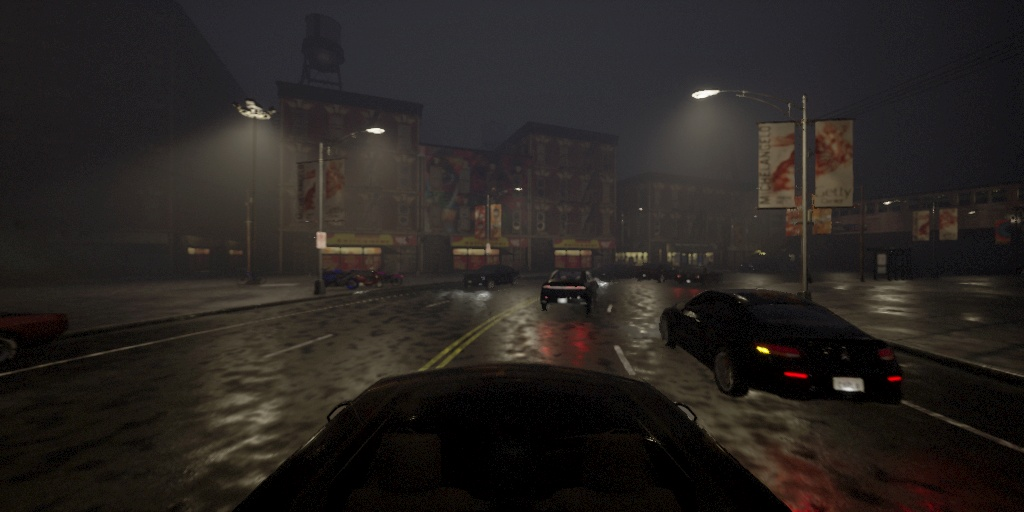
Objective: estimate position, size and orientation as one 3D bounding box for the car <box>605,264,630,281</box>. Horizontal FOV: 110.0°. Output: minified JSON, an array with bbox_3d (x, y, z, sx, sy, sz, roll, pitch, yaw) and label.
[{"bbox_3d":[8.876,1.420,31.527,5.357,1.411,2.033,0,0,-44],"label":"car"}]

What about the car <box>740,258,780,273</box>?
[{"bbox_3d":[33.247,1.231,48.109,5.566,2.045,2.150,0,0,-21],"label":"car"}]

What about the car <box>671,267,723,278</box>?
[{"bbox_3d":[13.874,1.475,26.456,4.718,1.301,1.895,0,0,-44],"label":"car"}]

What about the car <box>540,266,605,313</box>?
[{"bbox_3d":[2.411,1.289,14.368,2.128,1.511,4.902,0,0,17],"label":"car"}]

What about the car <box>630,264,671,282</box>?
[{"bbox_3d":[11.967,1.354,29.288,5.008,1.535,1.882,0,-1,-44],"label":"car"}]

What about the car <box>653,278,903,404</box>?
[{"bbox_3d":[4.123,1.304,6.378,1.812,1.442,4.674,0,0,7],"label":"car"}]

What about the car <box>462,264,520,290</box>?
[{"bbox_3d":[-1.292,1.291,23.711,1.882,1.535,5.008,0,0,30],"label":"car"}]
